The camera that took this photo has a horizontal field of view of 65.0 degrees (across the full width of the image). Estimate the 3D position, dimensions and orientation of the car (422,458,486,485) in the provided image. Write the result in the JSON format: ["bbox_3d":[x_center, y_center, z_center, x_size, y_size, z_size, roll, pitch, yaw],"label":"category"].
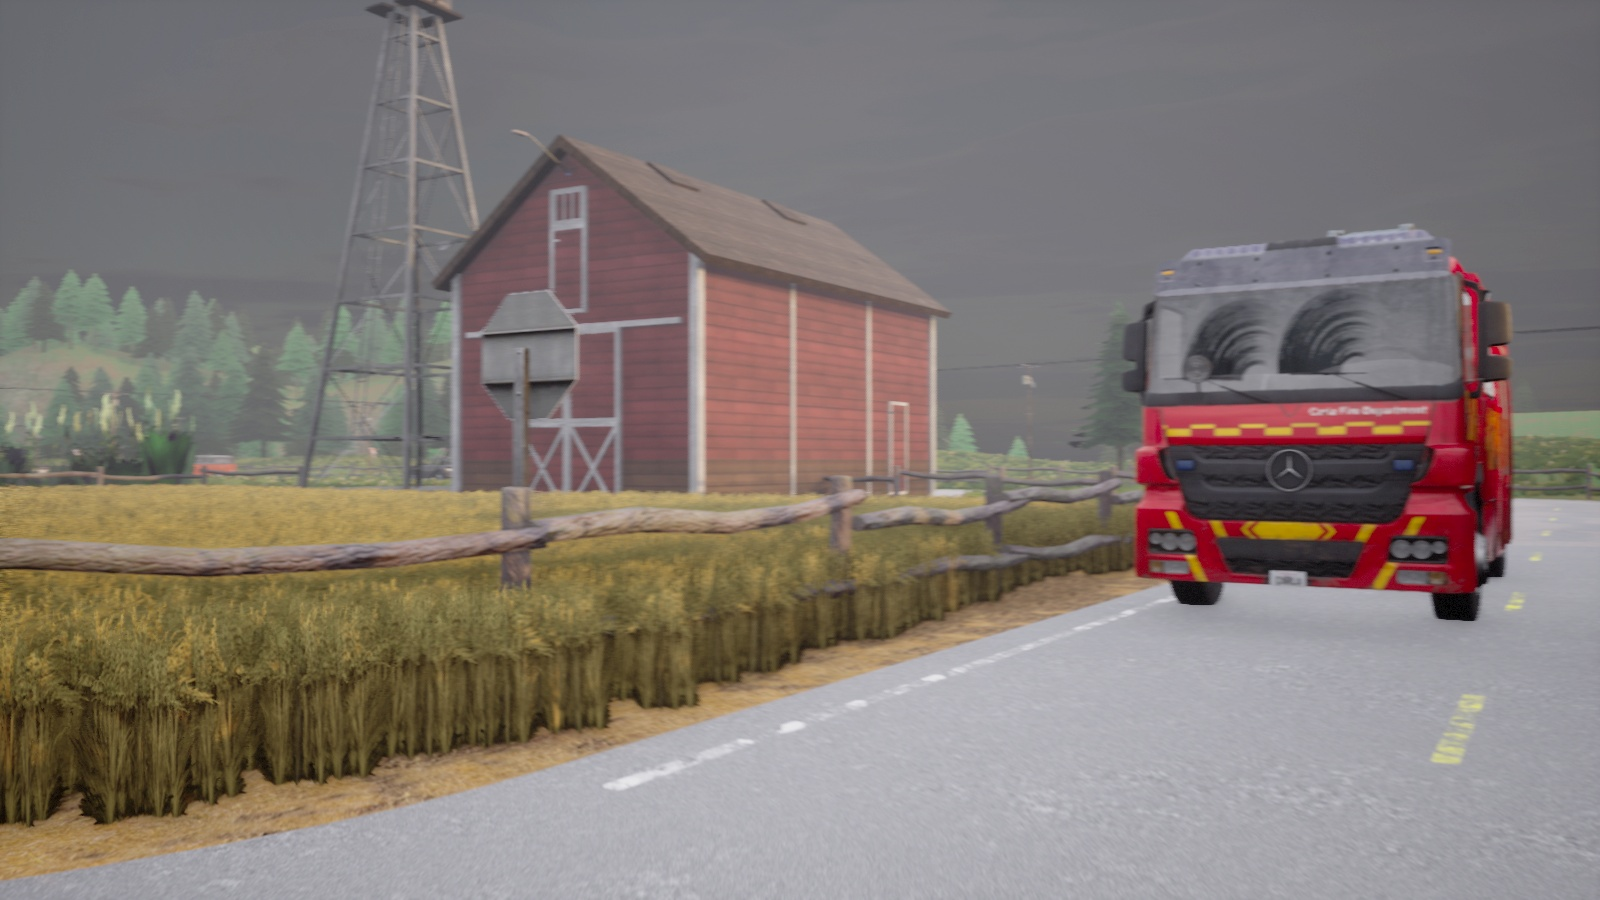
[{"bbox_3d":[-24.159,1.480,87.699,4.605,1.855,1.932,-1,-1,38],"label":"car"}]

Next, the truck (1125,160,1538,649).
[{"bbox_3d":[6.458,-0.326,14.179,2.891,3.827,8.468,-1,-1,33],"label":"truck"}]
